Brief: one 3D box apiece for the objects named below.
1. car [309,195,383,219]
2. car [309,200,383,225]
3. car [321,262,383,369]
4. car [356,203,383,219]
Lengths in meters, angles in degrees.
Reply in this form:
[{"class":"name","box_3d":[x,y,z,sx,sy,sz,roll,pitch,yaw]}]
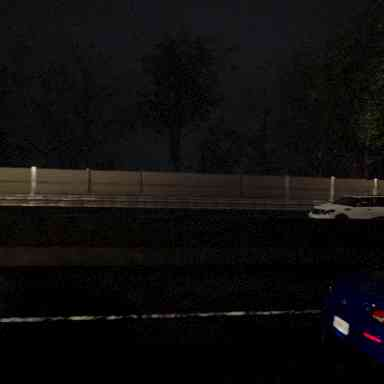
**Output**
[{"class":"car","box_3d":[9.833,1.169,19.624,5.566,2.045,2.150,1,1,-8]},{"class":"car","box_3d":[11.047,1.401,23.335,5.008,1.535,1.882,1,1,-8]},{"class":"car","box_3d":[4.161,1.553,4.514,4.674,1.442,1.812,1,1,-8]},{"class":"car","box_3d":[11.088,1.521,16.272,4.902,1.511,2.128,1,1,-8]}]
